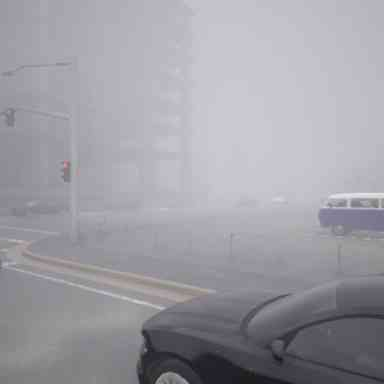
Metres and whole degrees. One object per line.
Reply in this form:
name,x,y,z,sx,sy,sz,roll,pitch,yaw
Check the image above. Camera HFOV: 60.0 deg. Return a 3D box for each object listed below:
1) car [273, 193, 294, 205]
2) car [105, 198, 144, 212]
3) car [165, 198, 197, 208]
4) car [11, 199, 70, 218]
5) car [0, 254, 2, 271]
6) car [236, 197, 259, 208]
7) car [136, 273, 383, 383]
car,16.297,1.162,59.167,2.150,2.045,5.566,0,0,35
car,-7.595,1.416,37.879,1.882,1.535,5.008,0,0,35
car,-1.448,1.486,46.549,2.033,1.411,5.357,0,0,36
car,-13.420,1.416,29.663,1.882,1.535,5.008,0,0,35
car,-6.941,1.556,8.935,4.181,1.385,1.994,0,0,36
car,8.002,1.428,47.455,2.128,1.511,4.902,0,0,35
car,1.712,1.478,2.768,5.008,1.535,1.882,0,0,35
